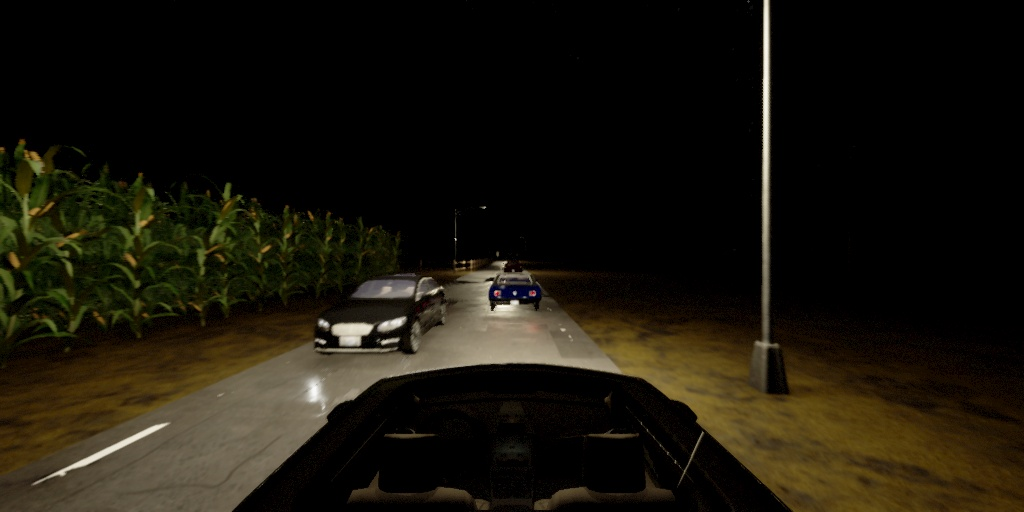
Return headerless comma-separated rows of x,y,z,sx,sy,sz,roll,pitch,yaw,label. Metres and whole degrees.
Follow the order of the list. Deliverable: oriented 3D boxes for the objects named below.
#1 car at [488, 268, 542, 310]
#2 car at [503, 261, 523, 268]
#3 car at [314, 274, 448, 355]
0.102,1.320,14.619,1.895,1.301,4.718,0,0,0,car
0.119,1.208,36.169,1.812,1.442,4.674,0,0,0,car
-2.818,1.225,8.730,2.128,1.511,4.902,0,0,0,car
